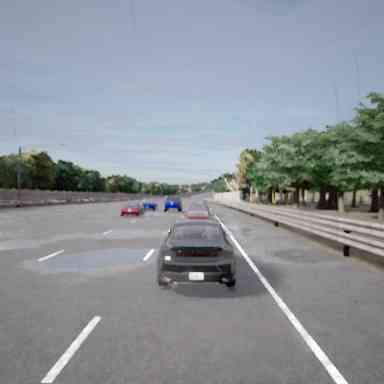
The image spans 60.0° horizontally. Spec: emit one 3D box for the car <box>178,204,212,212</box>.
[{"bbox_3d":[0.359,1.629,19.537,1.812,1.442,4.674,0,0,1],"label":"car"}]

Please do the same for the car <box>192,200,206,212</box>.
[{"bbox_3d":[0.986,1.972,47.562,1.812,1.442,4.674,0,-1,1],"label":"car"}]

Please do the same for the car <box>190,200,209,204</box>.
[{"bbox_3d":[0.535,1.688,27.066,1.837,1.490,4.892,0,-1,1],"label":"car"}]

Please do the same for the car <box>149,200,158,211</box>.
[{"bbox_3d":[-6.018,1.878,47.488,1.882,1.535,5.008,0,-1,1],"label":"car"}]

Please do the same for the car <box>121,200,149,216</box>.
[{"bbox_3d":[-6.201,1.810,35.313,1.994,1.385,4.181,0,-1,1],"label":"car"}]

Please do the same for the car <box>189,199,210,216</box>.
[{"bbox_3d":[0.826,1.653,36.579,2.097,1.767,4.553,0,-1,1],"label":"car"}]

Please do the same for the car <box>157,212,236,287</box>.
[{"bbox_3d":[0.137,1.536,9.381,1.837,1.490,4.892,0,-1,1],"label":"car"}]

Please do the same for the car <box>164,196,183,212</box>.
[{"bbox_3d":[-2.540,1.622,45.537,2.150,2.045,5.566,0,0,1],"label":"car"}]
